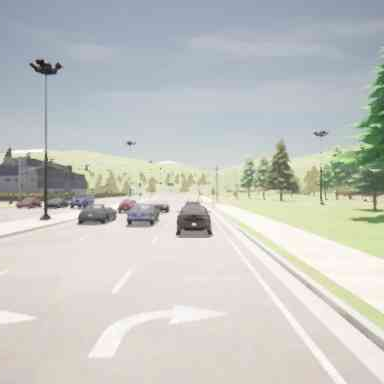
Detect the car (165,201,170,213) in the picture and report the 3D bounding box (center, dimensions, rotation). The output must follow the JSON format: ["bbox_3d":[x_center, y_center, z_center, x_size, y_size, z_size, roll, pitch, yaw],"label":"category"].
[{"bbox_3d":[-3.468,1.592,37.423,1.895,1.301,4.718,0,0,0],"label":"car"}]

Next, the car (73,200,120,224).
[{"bbox_3d":[-6.926,1.557,24.701,1.994,1.385,4.181,0,0,1],"label":"car"}]

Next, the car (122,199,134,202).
[{"bbox_3d":[-6.973,1.516,37.057,1.812,1.442,4.674,0,0,0],"label":"car"}]

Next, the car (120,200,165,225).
[{"bbox_3d":[-3.427,1.541,23.978,2.033,1.411,5.357,0,0,1],"label":"car"}]

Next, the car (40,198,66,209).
[{"bbox_3d":[-18.651,1.532,46.217,2.033,1.411,5.357,0,0,-1],"label":"car"}]

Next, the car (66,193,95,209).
[{"bbox_3d":[-15.152,1.201,46.324,2.150,2.045,5.566,0,0,-1],"label":"car"}]

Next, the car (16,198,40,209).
[{"bbox_3d":[-22.144,1.510,45.444,1.812,1.442,4.674,0,0,-1],"label":"car"}]

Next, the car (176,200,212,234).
[{"bbox_3d":[0.112,1.473,19.170,1.882,1.535,5.008,0,0,0],"label":"car"}]
